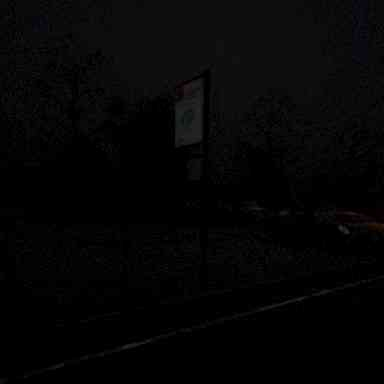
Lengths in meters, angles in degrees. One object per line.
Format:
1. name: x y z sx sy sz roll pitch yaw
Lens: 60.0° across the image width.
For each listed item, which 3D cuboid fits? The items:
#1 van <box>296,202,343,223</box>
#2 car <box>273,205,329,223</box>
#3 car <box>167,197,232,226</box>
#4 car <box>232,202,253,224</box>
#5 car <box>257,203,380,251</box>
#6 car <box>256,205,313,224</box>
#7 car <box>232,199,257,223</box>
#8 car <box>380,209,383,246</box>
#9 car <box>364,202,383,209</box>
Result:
1. van: 13.686 2.155 35.980 1.878 1.987 4.442 3 -2 -36
2. car: 11.235 2.249 34.589 1.946 1.575 5.366 3 -2 -36
3. car: 0.155 1.470 26.325 2.435 2.045 5.566 2 -1 -36
4. car: 2.294 1.811 27.906 2.231 1.521 4.892 2 -1 -36
5. car: 5.573 1.526 15.170 2.185 1.767 4.553 2 -1 -36
6. car: 9.077 2.132 33.037 1.946 1.575 5.366 3 -2 -36
7. car: 4.572 1.655 29.533 2.435 2.045 5.566 2 -1 -36
8. car: 8.040 1.752 16.930 2.097 1.535 5.008 2 -1 -36
9. car: 10.392 1.598 18.668 2.435 2.045 5.566 3 -2 -36
